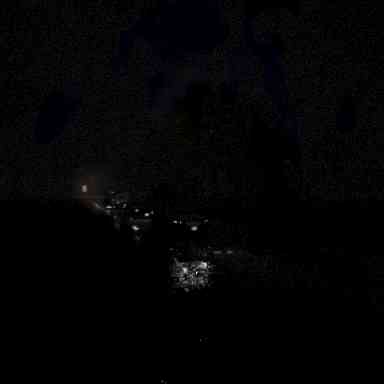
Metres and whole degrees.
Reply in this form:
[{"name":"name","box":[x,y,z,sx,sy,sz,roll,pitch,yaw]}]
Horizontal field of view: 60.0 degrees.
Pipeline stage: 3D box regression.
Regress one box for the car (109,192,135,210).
[{"name":"car","box":[-7.295,1.000,34.767,1.812,1.442,4.674,0,1,-19]}]

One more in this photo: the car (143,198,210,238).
[{"name":"car","box":[-0.705,1.234,16.273,2.128,1.511,4.902,0,1,-20]}]

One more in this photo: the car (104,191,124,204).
[{"name":"car","box":[-10.742,0.837,44.588,2.128,1.511,4.902,0,1,-18]}]

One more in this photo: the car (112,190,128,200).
[{"name":"car","box":[-12.871,0.533,59.161,2.097,1.767,4.553,0,1,-20]}]

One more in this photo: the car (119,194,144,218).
[{"name":"car","box":[-4.016,1.151,25.562,2.033,1.411,5.357,0,1,-20]}]

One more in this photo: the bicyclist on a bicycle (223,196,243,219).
[{"name":"bicyclist on a bicycle","box":[2.987,1.096,23.741,1.656,1.620,0.582,0,1,-20]}]

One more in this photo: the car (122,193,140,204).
[{"name":"car","box":[-8.855,0.867,47.899,1.994,1.385,4.181,0,1,-20]}]
